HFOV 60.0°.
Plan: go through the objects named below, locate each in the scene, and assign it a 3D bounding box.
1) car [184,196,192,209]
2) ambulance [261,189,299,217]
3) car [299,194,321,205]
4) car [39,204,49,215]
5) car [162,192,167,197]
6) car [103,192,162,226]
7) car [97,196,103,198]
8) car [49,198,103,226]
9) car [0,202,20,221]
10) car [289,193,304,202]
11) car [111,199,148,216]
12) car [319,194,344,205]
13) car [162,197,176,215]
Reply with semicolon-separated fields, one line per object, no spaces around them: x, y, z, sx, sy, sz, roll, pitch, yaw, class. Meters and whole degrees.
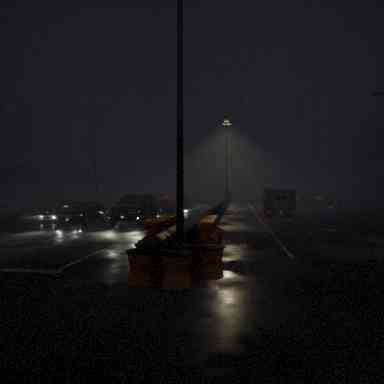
-1.226;1.295;43.070;1.882;1.535;5.008;0;1;8;car
7.697;0.953;30.107;2.351;2.431;6.366;0;0;8;ambulance
17.521;1.292;50.299;1.895;1.301;4.718;0;1;8;car
-13.143;1.464;33.542;2.033;1.411;5.357;0;0;8;car
-4.653;1.035;43.835;2.150;2.045;5.566;0;1;8;car
-3.937;1.179;23.267;2.150;2.045;5.566;0;0;8;car
-11.738;1.316;43.713;2.128;1.511;4.902;0;1;8;car
-7.474;1.451;23.213;2.128;1.511;4.902;0;0;8;car
-14.427;1.484;24.033;1.812;1.442;4.674;0;0;8;car
18.877;1.029;60.177;1.837;1.490;4.892;0;1;8;car
-6.133;1.462;33.131;2.033;1.411;5.357;0;0;8;car
20.979;1.044;49.756;2.097;1.767;4.553;0;1;8;car
-2.649;1.478;32.700;1.994;1.385;4.181;0;0;8;car
